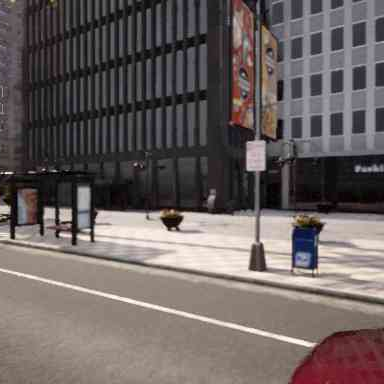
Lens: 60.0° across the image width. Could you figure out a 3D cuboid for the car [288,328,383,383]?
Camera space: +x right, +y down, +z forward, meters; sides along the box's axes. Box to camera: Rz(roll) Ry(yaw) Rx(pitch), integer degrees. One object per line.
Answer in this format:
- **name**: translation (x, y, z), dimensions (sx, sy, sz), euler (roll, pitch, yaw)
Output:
- **car**: translation (2.596, 1.550, 1.813), dimensions (4.181, 1.385, 1.994), euler (0, 1, 37)
